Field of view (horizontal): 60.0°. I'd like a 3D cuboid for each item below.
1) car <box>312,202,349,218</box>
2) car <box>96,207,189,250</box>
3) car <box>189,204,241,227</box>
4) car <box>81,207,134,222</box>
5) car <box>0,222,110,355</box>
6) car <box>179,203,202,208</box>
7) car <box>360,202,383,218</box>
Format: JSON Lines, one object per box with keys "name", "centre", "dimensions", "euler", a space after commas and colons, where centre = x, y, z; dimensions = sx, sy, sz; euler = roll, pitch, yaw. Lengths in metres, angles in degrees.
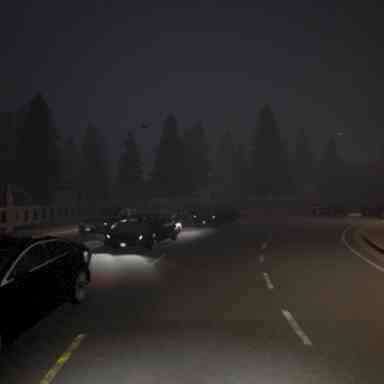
{"name": "car", "centre": [13.798, 1.712, 33.071], "dimensions": [4.902, 1.511, 2.128], "euler": [0, 0, -40]}
{"name": "car", "centre": [-1.960, 1.649, 15.274], "dimensions": [2.033, 1.411, 5.357], "euler": [0, 0, 15]}
{"name": "car", "centre": [1.917, 1.764, 24.508], "dimensions": [1.895, 1.301, 4.718], "euler": [0, 0, 30]}
{"name": "car", "centre": [-4.344, 1.617, 18.880], "dimensions": [2.128, 1.511, 4.902], "euler": [0, 0, 20]}
{"name": "car", "centre": [-3.258, 1.529, 5.541], "dimensions": [2.128, 1.511, 4.902], "euler": [0, 0, 4]}
{"name": "car", "centre": [-0.102, 1.678, 28.047], "dimensions": [2.128, 1.511, 4.902], "euler": [0, 0, 32]}
{"name": "car", "centre": [18.514, 1.694, 32.555], "dimensions": [5.008, 1.535, 1.882], "euler": [0, 0, -33]}
